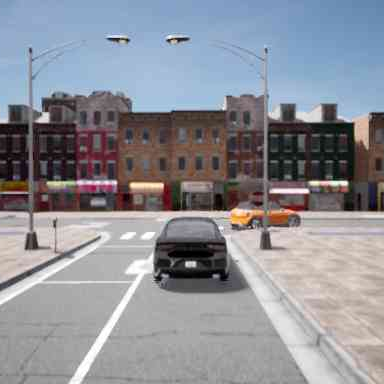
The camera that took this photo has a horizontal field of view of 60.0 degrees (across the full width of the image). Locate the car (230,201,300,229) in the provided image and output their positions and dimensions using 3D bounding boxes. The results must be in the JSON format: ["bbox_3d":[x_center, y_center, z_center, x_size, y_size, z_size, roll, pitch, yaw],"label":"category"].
[{"bbox_3d":[4.668,1.355,20.972,4.553,1.767,2.097,0,1,-29],"label":"car"}]

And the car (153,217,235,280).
[{"bbox_3d":[-0.016,1.470,9.962,1.882,1.535,5.008,0,0,0],"label":"car"}]
